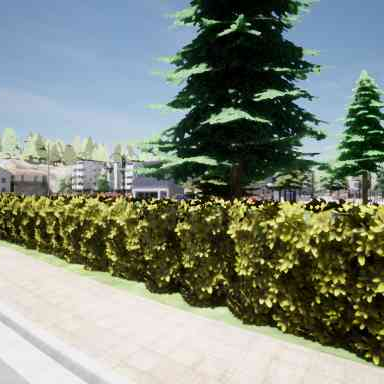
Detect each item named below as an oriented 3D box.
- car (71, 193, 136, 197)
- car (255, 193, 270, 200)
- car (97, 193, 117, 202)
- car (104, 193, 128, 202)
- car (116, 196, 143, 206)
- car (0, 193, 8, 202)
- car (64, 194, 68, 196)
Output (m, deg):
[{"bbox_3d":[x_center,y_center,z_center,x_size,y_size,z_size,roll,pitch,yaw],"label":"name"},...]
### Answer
[{"bbox_3d":[-8.090,1.221,31.073,2.150,2.045,5.566,0,0,44],"label":"car"},{"bbox_3d":[9.464,1.206,49.077,2.150,2.045,5.566,0,0,44],"label":"car"},{"bbox_3d":[-18.225,1.077,71.435,1.905,1.878,3.866,0,0,44],"label":"car"},{"bbox_3d":[-15.867,1.097,69.687,1.932,1.855,4.605,0,0,44],"label":"car"},{"bbox_3d":[-10.068,1.384,53.349,1.970,1.475,3.806,0,0,44],"label":"car"},{"bbox_3d":[-41.776,1.097,70.250,1.932,1.855,4.605,0,0,44],"label":"car"},{"bbox_3d":[-27.333,1.154,80.420,2.152,1.636,5.027,0,0,44],"label":"car"}]
